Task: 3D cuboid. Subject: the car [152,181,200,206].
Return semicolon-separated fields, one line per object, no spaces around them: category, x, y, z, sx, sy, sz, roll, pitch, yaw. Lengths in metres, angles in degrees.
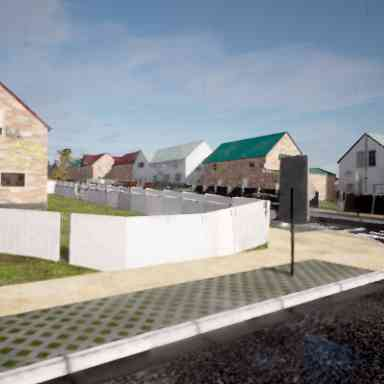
car;-1.526;0.075;29.245;2.150;2.045;5.566;0;2;-35

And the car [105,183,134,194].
car;-10.252;-0.503;46.866;2.033;1.411;5.357;0;2;-34

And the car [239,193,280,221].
car;4.485;0.859;20.597;1.837;1.490;4.892;0;3;-35

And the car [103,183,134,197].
car;-8.390;-0.213;39.132;1.837;1.490;4.892;0;2;-35

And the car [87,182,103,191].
car;-15.794;-0.982;54.747;1.812;1.442;4.674;0;2;-35
